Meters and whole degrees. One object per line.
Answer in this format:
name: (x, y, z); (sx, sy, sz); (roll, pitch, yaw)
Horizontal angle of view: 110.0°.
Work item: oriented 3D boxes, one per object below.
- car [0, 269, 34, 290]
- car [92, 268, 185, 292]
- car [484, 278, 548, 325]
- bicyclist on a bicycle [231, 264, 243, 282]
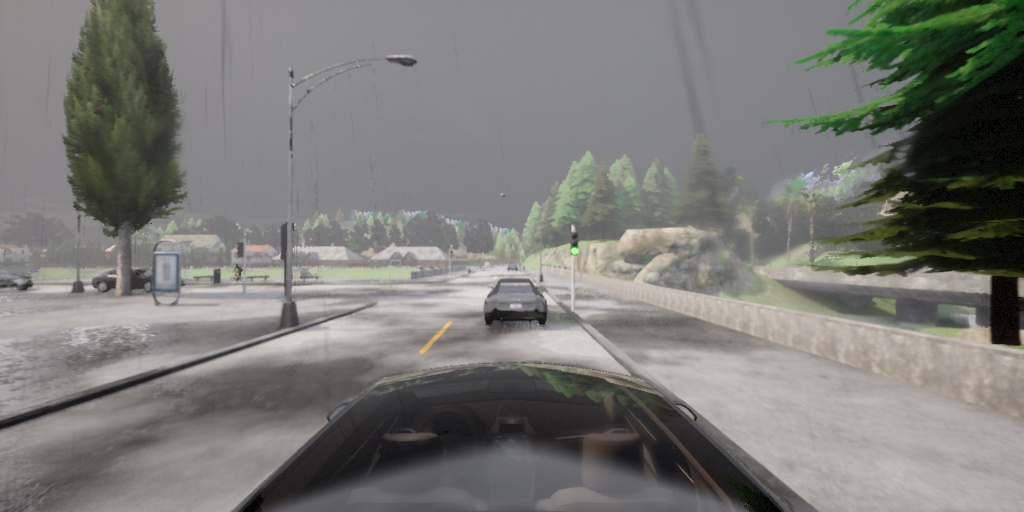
car: (-34.127, 1.527, 23.166); (4.902, 1.511, 2.128); (0, -1, 0)
car: (-24.026, 1.540, 23.163); (4.892, 1.490, 1.837); (0, -1, 0)
car: (0.100, 1.457, 12.465); (1.994, 1.385, 4.181); (0, -1, -1)
bicyclist on a bicycle: (-24.103, 1.496, 31.562); (0.582, 1.620, 1.656); (0, 0, 0)
